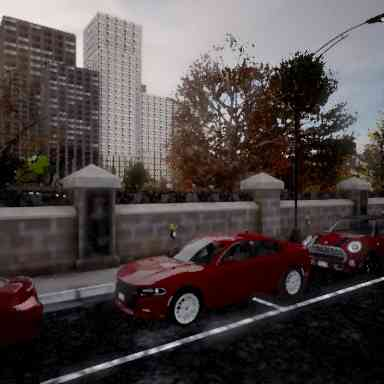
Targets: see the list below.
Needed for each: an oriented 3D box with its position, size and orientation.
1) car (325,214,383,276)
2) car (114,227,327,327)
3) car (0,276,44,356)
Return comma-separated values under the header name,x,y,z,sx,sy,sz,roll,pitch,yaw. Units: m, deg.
name,x,y,z,sx,sy,sz,roll,pitch,yaw
car,5.203,1.449,10.270,4.097,1.590,1.967,0,0,-35
car,0.620,1.547,7.002,4.507,1.381,1.887,0,0,-35
car,-3.962,1.582,3.733,4.206,1.307,1.802,0,0,-35
